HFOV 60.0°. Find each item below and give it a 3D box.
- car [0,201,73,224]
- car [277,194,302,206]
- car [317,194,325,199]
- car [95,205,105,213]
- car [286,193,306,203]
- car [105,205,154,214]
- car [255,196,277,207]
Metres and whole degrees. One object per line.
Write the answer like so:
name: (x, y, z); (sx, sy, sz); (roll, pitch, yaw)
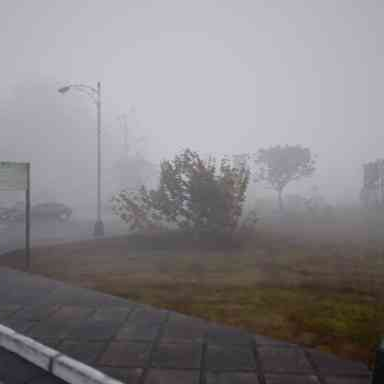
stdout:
car: (-11.449, 1.493, 24.999); (1.837, 1.490, 4.892); (0, 0, 39)
car: (13.873, 1.112, 45.210); (2.097, 1.767, 4.553); (0, 1, 37)
car: (20.542, 1.026, 54.756); (2.128, 1.511, 4.902); (0, 1, 31)
car: (-7.843, 1.579, 35.086); (1.895, 1.301, 4.718); (0, 0, 39)
car: (17.824, 1.015, 57.000); (2.128, 1.511, 4.902); (0, 1, 31)
car: (-5.506, 1.473, 32.406); (2.128, 1.511, 4.902); (0, 0, 39)
car: (10.656, 1.249, 46.744); (1.882, 1.535, 5.008); (0, 1, 38)
